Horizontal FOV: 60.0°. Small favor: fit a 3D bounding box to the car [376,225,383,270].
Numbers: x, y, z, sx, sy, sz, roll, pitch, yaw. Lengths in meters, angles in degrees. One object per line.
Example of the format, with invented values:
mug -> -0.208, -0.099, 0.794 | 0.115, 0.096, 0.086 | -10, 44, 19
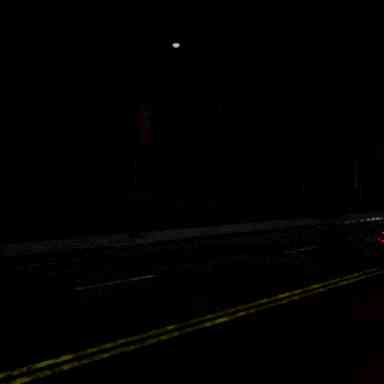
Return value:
car -> 6.814, 1.156, 8.308 | 5.566, 2.045, 2.150 | -1, 0, -36
